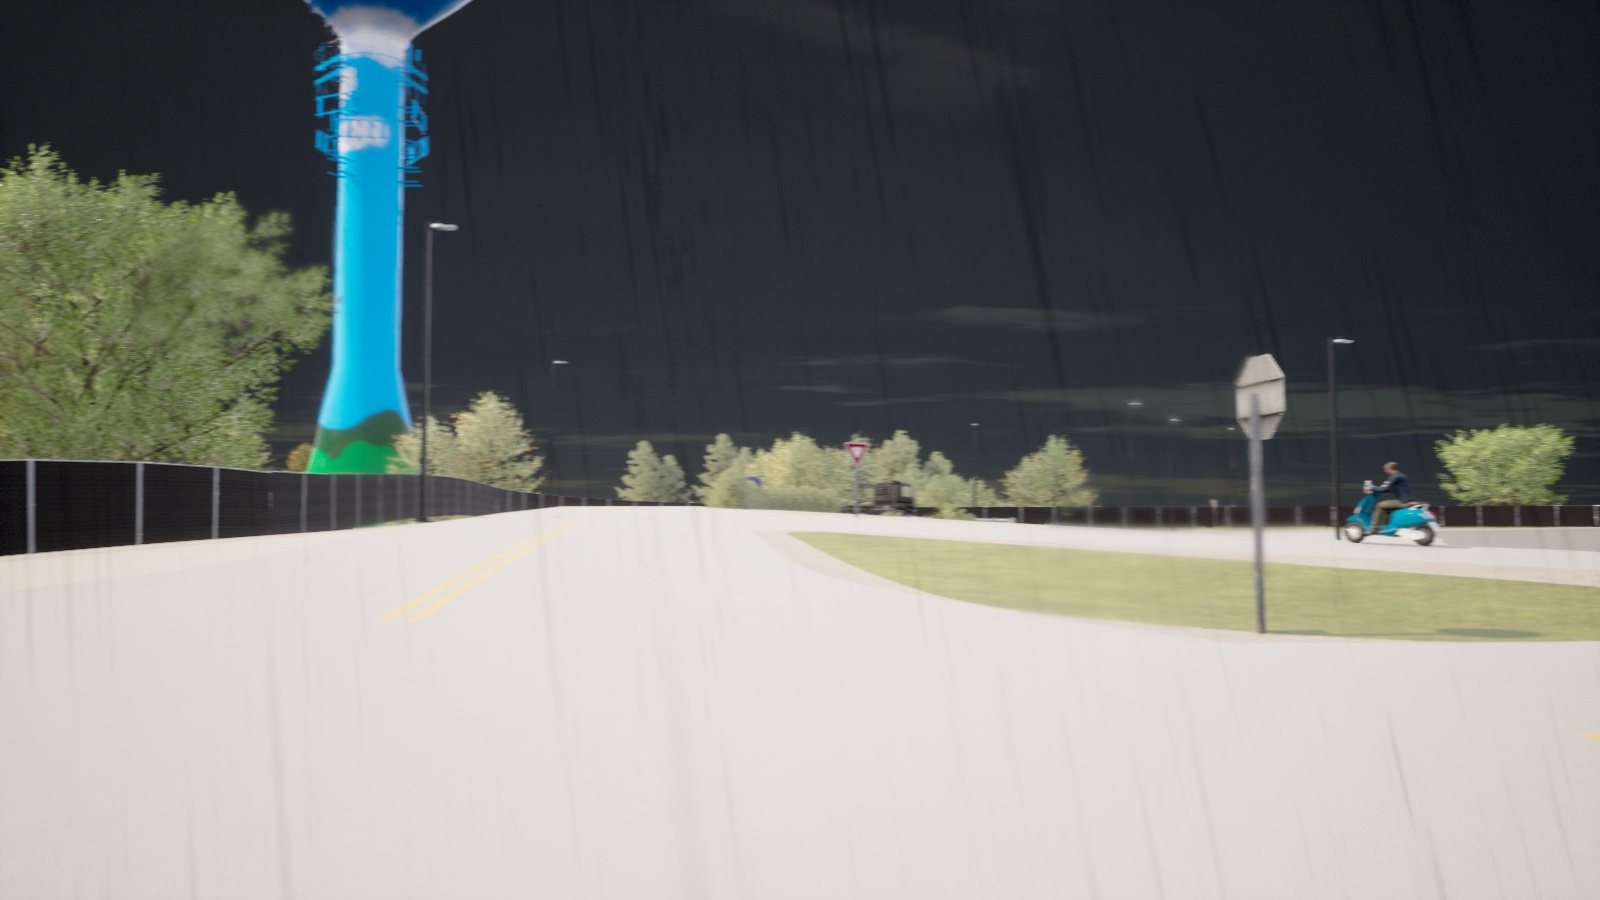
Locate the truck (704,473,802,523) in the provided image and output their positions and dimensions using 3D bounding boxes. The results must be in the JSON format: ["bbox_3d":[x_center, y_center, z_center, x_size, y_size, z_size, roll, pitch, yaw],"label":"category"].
[{"bbox_3d":[-3.528,3.765,96.426,2.891,3.462,7.936,-4,-6,41],"label":"truck"}]

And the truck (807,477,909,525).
[{"bbox_3d":[4.649,4.077,99.170,7.936,3.462,2.891,4,-6,-36],"label":"truck"}]

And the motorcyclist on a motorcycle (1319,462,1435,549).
[{"bbox_3d":[11.013,1.047,24.018,0.866,1.590,1.817,3,-2,-40],"label":"motorcyclist on a motorcycle"}]
